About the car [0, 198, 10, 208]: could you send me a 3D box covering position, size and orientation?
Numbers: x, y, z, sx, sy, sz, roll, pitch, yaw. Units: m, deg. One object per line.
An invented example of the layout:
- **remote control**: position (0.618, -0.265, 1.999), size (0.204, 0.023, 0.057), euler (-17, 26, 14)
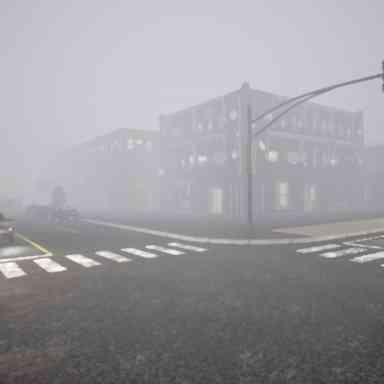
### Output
- **car**: position (-26.852, 2.034, 45.614), size (2.128, 1.511, 4.902), euler (-1, 0, -36)

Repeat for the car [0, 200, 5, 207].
- **car**: position (-39.266, 2.334, 67.502), size (1.947, 1.339, 4.313), euler (-2, 0, -35)

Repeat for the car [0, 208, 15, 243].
- **car**: position (-10.157, 1.743, 16.646), size (1.812, 1.442, 4.674), euler (-1, 0, -35)

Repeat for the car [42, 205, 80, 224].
- **car**: position (-10.378, 1.778, 26.917), size (2.008, 1.369, 4.403), euler (-2, 0, -35)

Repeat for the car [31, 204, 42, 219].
- **car**: position (-13.587, 1.872, 31.427), size (1.802, 1.307, 4.206), euler (-2, 0, -35)

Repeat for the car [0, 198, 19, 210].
- **car**: position (-29.643, 1.909, 53.972), size (2.192, 1.841, 5.009), euler (-2, 0, -35)

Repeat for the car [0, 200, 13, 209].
- **car**: position (-32.847, 2.197, 58.483), size (1.887, 1.381, 4.507), euler (-2, 0, -35)

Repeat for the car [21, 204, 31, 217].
- **car**: position (-16.796, 1.935, 35.936), size (1.802, 1.307, 4.206), euler (-2, 0, -35)

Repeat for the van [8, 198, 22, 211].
- **van**: position (-26.433, 1.876, 49.463), size (1.690, 1.788, 3.998), euler (-2, 0, -35)
